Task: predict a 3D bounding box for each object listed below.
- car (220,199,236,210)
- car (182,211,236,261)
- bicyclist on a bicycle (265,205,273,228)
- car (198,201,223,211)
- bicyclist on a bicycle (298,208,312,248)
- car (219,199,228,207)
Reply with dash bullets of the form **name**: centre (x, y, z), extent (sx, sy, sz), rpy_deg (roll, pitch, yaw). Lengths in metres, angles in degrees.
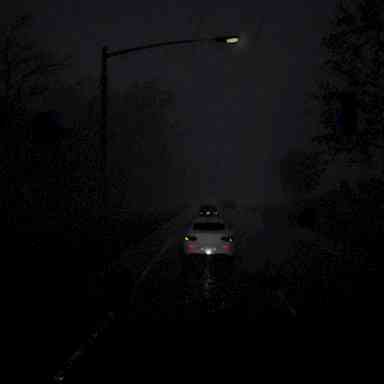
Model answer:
- **car**: centre (6.160, 2.016, 55.152), extent (2.097, 1.767, 4.553), rpy_deg (1, -1, 3)
- **car**: centre (0.644, 1.672, 12.816), extent (1.812, 1.442, 4.674), rpy_deg (1, -1, 3)
- **bicyclist on a bicycle**: centre (5.549, 1.774, 24.020), extent (0.582, 1.620, 1.656), rpy_deg (1, -1, 3)
- **car**: centre (1.522, 1.902, 31.301), extent (2.033, 1.411, 5.357), rpy_deg (1, -1, 3)
- **bicyclist on a bicycle**: centre (5.130, 1.592, 15.216), extent (0.659, 1.776, 1.843), rpy_deg (1, 0, 3)
- **car**: centre (6.933, 2.373, 73.501), extent (1.837, 1.490, 4.892), rpy_deg (1, -1, 3)
